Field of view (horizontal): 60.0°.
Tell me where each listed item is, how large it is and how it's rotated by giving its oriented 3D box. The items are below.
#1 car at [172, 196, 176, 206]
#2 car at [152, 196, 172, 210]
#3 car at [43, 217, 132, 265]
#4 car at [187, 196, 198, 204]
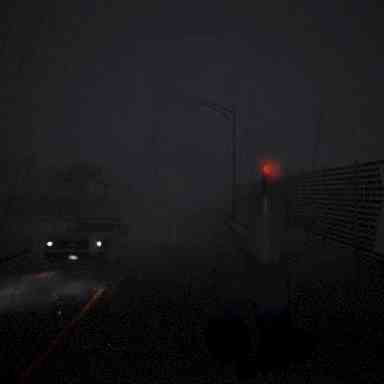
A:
[{"bbox_3d":[-4.007,1.477,53.434,1.882,1.535,5.008,0,0,0],"label":"car"},{"bbox_3d":[-4.029,1.564,43.362,1.994,1.385,4.181,0,0,0],"label":"car"},{"bbox_3d":[-3.470,1.601,11.895,1.895,1.301,4.718,0,0,-1],"label":"car"},{"bbox_3d":[0.101,1.504,63.160,1.837,1.490,4.892,0,0,0],"label":"car"}]
